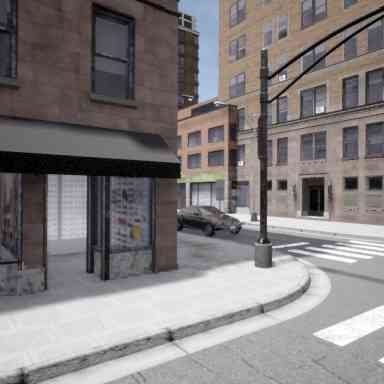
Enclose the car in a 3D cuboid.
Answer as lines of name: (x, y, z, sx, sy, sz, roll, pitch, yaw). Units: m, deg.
car: (0.651, 1.445, 17.944, 1.812, 1.442, 4.674, 0, 0, -34)
